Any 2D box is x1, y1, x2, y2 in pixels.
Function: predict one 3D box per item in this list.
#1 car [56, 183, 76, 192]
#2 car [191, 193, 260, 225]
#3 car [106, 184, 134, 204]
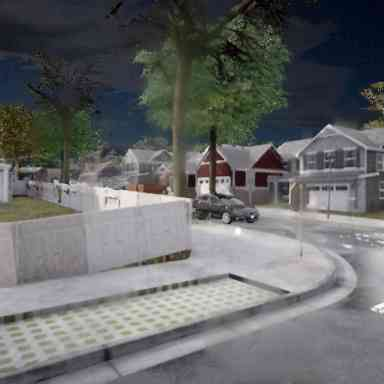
[{"bbox_3d":[-17.920,-0.526,47.134,1.837,1.490,4.892,0,2,-35],"label":"car"},{"bbox_3d":[1.645,0.865,18.562,1.837,1.490,4.892,0,3,-35],"label":"car"},{"bbox_3d":[-6.797,0.087,30.824,2.097,1.767,4.553,0,2,-34],"label":"car"}]
